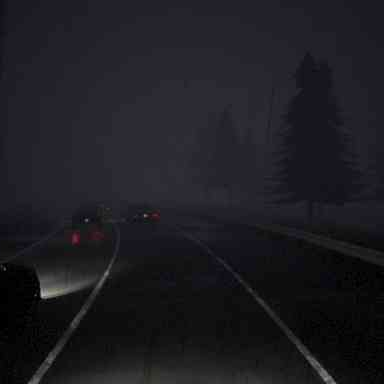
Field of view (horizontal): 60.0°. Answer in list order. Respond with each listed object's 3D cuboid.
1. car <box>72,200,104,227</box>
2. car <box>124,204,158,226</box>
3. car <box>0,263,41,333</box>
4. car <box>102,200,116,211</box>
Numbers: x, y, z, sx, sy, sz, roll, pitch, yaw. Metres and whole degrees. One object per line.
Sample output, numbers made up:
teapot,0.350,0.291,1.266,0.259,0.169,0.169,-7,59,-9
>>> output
car,-7.167,1.548,22.826,1.812,1.442,4.674,0,0,-16
car,-3.659,1.558,23.462,2.033,1.411,5.357,0,0,-16
car,-3.812,1.576,4.749,1.994,1.385,4.181,0,0,-4
car,-10.600,1.633,39.875,1.895,1.301,4.718,0,0,-28
